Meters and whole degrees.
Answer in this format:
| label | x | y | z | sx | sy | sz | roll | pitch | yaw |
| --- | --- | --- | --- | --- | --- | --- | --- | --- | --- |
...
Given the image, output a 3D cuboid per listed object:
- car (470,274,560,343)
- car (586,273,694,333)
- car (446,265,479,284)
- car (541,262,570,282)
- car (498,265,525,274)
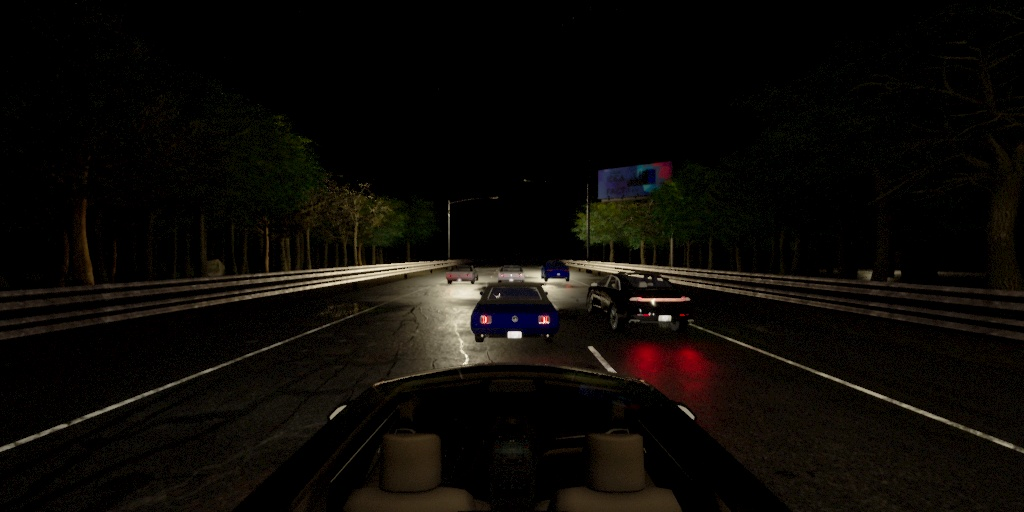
| label | x | y | z | sx | sy | sz | roll | pitch | yaw |
| --- | --- | --- | --- | --- | --- | --- | --- | --- | --- |
| car | 0.053 | 1.349 | 9.664 | 1.895 | 1.301 | 4.718 | 0 | 0 | 0 |
| car | 3.548 | 1.239 | 10.787 | 2.128 | 1.511 | 4.902 | 0 | 0 | 0 |
| car | -3.548 | 1.345 | 26.434 | 1.895 | 1.301 | 4.718 | 0 | 0 | 0 |
| car | 3.438 | 1.221 | 29.095 | 1.882 | 1.535 | 5.008 | 0 | 0 | -1 |
| car | -0.047 | 1.345 | 26.503 | 1.895 | 1.301 | 4.718 | 0 | 0 | 0 |
